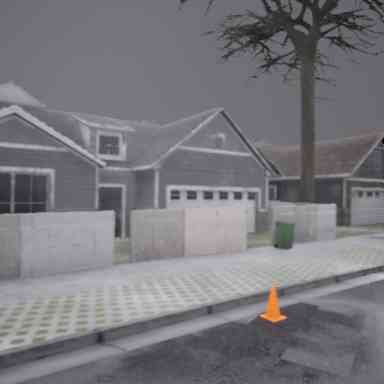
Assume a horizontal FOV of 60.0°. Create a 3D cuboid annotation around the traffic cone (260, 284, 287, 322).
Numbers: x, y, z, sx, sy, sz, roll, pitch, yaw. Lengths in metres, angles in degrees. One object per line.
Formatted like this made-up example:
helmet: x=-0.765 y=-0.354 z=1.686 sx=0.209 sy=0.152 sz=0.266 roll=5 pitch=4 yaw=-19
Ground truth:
traffic cone: x=1.469 y=1.962 z=5.992 sx=0.340 sy=0.580 sz=0.340 roll=0 pitch=0 yaw=-34
